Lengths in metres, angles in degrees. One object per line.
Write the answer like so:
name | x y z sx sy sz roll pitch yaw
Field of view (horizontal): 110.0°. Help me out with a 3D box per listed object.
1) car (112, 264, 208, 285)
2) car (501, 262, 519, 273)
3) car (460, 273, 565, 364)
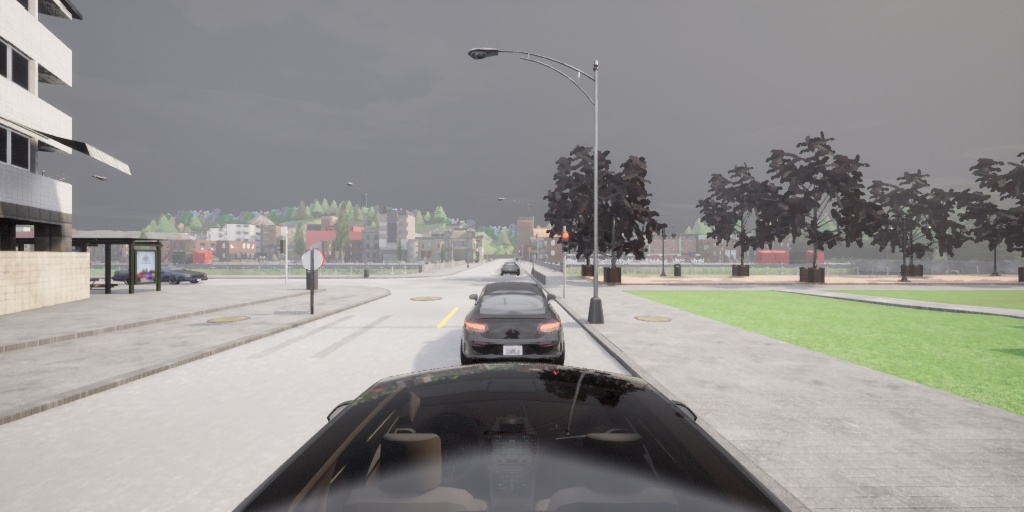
car | -24.739 1.297 25.277 5.357 1.411 2.033 0 0 -1
car | -0.214 1.314 38.505 1.994 1.385 4.181 0 0 0
car | 0.009 1.276 7.781 1.812 1.442 4.674 0 0 0
